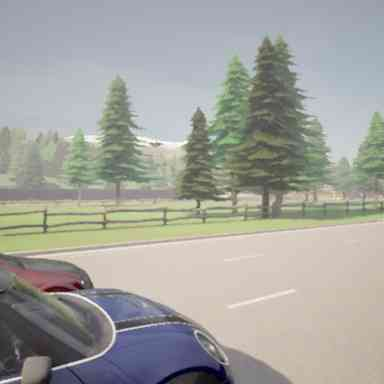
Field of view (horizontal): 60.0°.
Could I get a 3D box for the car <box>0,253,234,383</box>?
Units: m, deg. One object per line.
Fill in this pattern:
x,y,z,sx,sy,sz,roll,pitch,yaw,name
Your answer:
-1.815,1.351,2.451,4.553,1.767,2.097,0,0,-35,car

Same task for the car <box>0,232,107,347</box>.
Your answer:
-3.765,1.564,5.360,4.181,1.385,1.994,0,0,-36,car
